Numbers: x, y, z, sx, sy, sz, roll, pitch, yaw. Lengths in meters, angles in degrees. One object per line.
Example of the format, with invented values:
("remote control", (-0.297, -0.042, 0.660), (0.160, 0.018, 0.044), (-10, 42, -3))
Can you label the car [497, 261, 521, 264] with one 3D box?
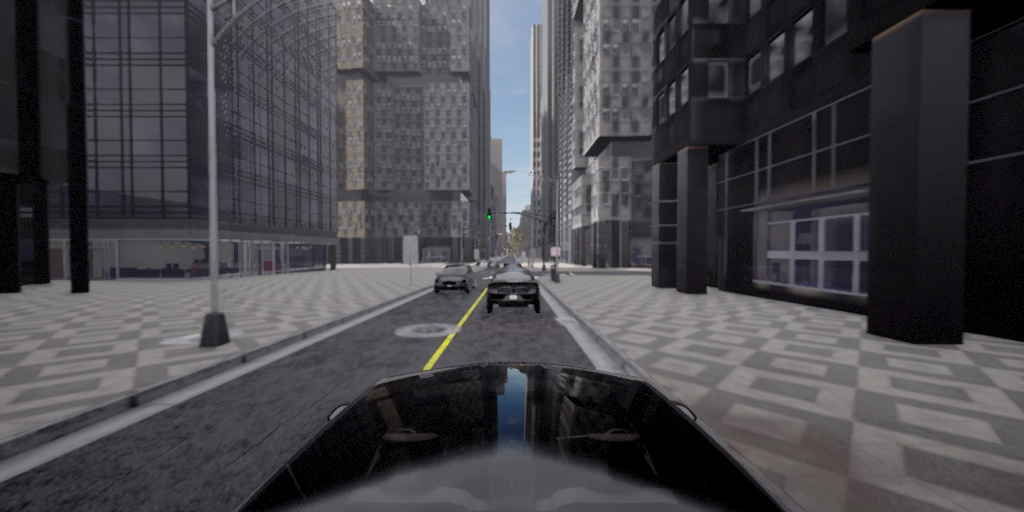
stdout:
("car", (0.044, 1.235, 27.103), (1.837, 1.490, 4.892), (0, 0, 0))

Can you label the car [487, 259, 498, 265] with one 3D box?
("car", (-3.066, 1.271, 59.324), (2.128, 1.511, 4.902), (0, 0, 0))

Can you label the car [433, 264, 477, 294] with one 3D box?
("car", (-3.078, 1.236, 20.109), (1.837, 1.490, 4.892), (0, 0, 0))

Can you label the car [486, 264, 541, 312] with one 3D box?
("car", (0.069, 1.210, 14.114), (1.882, 1.535, 5.008), (0, -1, 1))
